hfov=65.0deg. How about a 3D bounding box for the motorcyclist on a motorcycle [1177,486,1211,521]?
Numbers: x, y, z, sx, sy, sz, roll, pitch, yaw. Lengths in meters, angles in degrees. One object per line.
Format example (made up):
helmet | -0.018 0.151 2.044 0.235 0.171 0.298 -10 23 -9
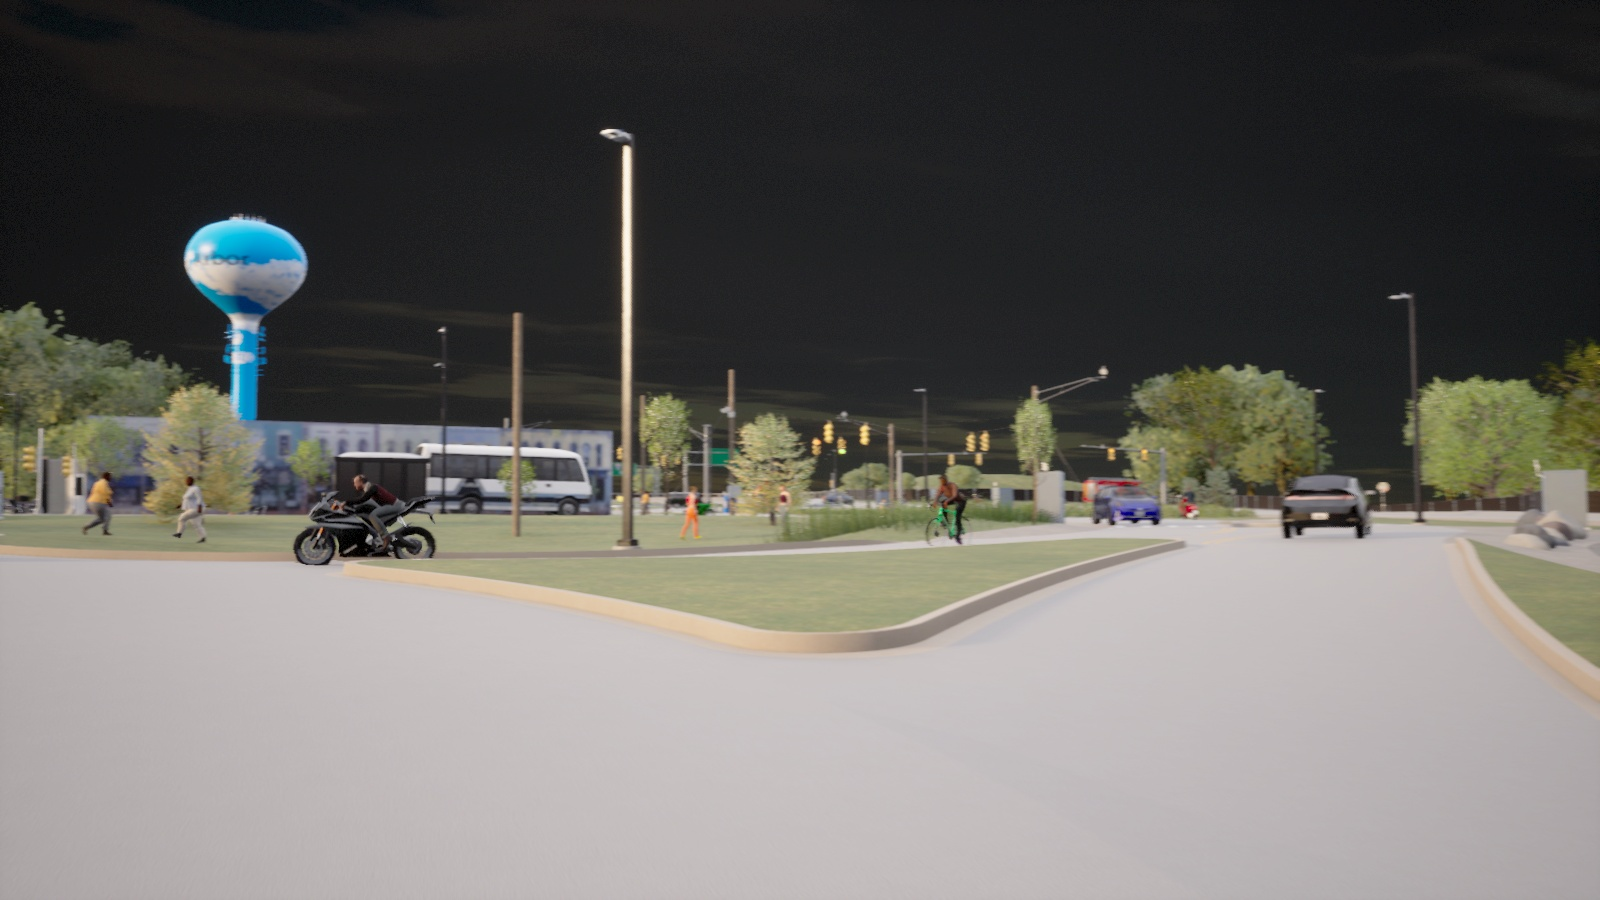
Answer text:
motorcyclist on a motorcycle | 18.656 2.533 59.460 0.866 1.590 1.817 -1 -2 -5

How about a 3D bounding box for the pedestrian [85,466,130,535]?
pedestrian | -18.837 1.379 34.147 0.900 1.855 0.874 2 -4 -38

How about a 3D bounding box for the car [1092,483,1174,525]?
car | 12.705 2.072 48.214 2.007 1.525 4.514 -1 -2 1

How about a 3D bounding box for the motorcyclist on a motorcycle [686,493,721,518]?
motorcyclist on a motorcycle | -5.979 3.443 78.043 2.044 1.523 0.797 0 -3 -13

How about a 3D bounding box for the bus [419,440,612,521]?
bus | -16.618 1.907 73.508 10.273 4.253 3.944 3 -4 -26

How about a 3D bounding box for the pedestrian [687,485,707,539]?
pedestrian | -3.522 2.111 43.009 0.594 1.836 0.345 2 -4 -30

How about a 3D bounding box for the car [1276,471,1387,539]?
car | 13.096 1.346 30.740 2.128 1.511 4.902 -2 -3 27

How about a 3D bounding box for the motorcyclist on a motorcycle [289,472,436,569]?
motorcyclist on a motorcycle | -7.123 1.163 20.580 2.191 1.530 0.866 1 -4 -16

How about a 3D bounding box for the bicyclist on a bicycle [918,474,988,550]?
bicyclist on a bicycle | 3.343 1.337 27.393 0.582 1.620 1.656 -4 -3 44

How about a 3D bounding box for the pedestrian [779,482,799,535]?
pedestrian | -0.384 2.060 44.059 0.594 1.836 0.345 2 -4 -36

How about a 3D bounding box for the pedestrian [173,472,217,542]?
pedestrian | -16.488 1.562 34.217 0.900 1.855 0.874 2 -4 -35
